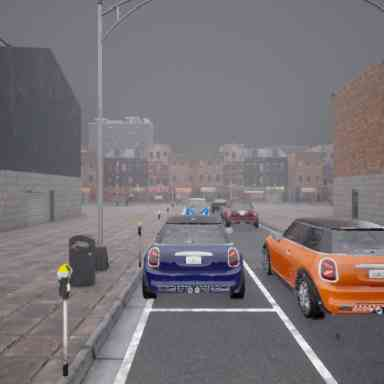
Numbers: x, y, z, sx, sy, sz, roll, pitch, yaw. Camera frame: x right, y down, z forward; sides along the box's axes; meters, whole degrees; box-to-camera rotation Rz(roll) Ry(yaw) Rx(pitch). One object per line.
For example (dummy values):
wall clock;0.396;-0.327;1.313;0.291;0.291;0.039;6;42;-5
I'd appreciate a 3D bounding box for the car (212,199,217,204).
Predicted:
car;3.087;1.490;37.409;1.882;1.535;5.008;0;0;0

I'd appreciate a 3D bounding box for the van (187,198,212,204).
van;0.374;1.345;25.499;1.690;1.788;3.998;-1;0;0

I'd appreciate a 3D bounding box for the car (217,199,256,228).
car;3.089;1.354;22.468;2.097;1.767;4.553;0;0;0

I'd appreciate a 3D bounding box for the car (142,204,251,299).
car;0.033;1.352;8.621;2.097;1.767;4.553;0;0;0

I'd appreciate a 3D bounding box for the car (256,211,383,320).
car;3.020;1.350;7.506;2.097;1.767;4.553;0;0;0
